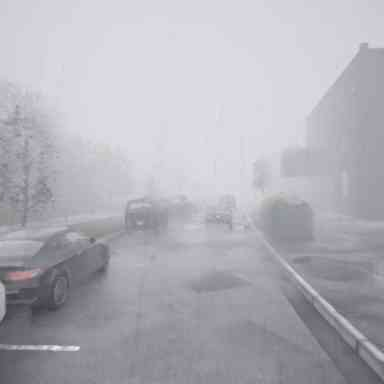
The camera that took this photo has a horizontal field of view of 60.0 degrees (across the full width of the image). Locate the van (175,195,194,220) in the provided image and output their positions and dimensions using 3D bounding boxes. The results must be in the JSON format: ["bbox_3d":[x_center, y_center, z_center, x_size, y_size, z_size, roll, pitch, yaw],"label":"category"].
[{"bbox_3d":[-1.175,1.317,28.908,1.878,1.987,4.442,-1,1,6],"label":"van"}]

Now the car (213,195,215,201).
[{"bbox_3d":[2.832,1.652,57.306,2.002,1.452,4.674,0,0,8],"label":"car"}]

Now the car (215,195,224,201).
[{"bbox_3d":[7.370,1.684,89.417,1.946,1.575,5.366,0,0,10],"label":"car"}]

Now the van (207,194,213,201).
[{"bbox_3d":[1.303,1.369,46.443,1.878,1.987,4.442,0,0,10],"label":"van"}]

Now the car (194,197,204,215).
[{"bbox_3d":[-0.267,1.584,35.357,2.163,1.488,4.792,0,1,6],"label":"car"}]

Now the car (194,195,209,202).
[{"bbox_3d":[0.504,1.563,40.814,2.231,1.521,4.892,0,1,6],"label":"car"}]

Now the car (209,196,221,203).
[{"bbox_3d":[5.156,1.629,73.772,2.097,1.535,5.008,0,0,10],"label":"car"}]

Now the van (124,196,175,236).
[{"bbox_3d":[-2.414,1.298,19.034,1.878,1.987,4.442,0,1,6],"label":"van"}]

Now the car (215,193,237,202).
[{"bbox_3d":[4.461,1.294,41.977,2.150,2.045,5.566,0,0,8],"label":"car"}]

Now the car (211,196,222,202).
[{"bbox_3d":[5.930,1.656,79.266,2.097,1.535,5.008,0,0,10],"label":"car"}]

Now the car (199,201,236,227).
[{"bbox_3d":[1.928,1.596,23.187,2.033,1.411,5.357,0,0,7],"label":"car"}]

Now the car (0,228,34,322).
[{"bbox_3d":[-3.651,1.229,2.266,2.435,2.045,5.566,-1,1,-1],"label":"car"}]

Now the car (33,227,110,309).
[{"bbox_3d":[-3.389,1.537,7.822,2.002,1.452,4.674,-1,1,3],"label":"car"}]
